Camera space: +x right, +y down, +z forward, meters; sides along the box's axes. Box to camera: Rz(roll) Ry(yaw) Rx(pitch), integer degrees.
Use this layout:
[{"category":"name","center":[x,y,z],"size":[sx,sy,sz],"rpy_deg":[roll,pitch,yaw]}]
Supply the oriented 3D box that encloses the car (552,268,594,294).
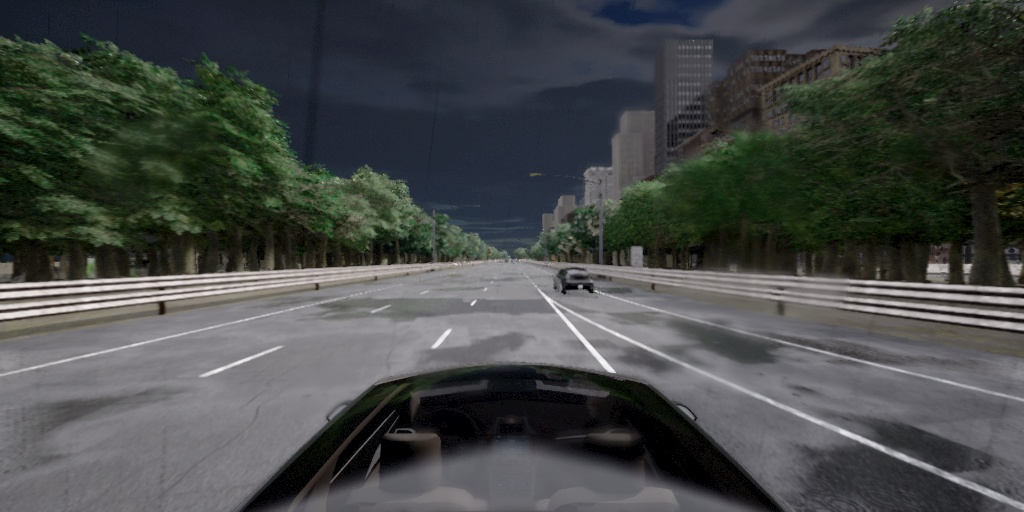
[{"category":"car","center":[3.674,1.454,21.969],"size":[1.837,1.490,4.892],"rpy_deg":[0,-1,-1]}]
